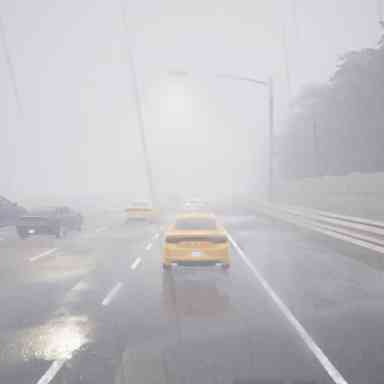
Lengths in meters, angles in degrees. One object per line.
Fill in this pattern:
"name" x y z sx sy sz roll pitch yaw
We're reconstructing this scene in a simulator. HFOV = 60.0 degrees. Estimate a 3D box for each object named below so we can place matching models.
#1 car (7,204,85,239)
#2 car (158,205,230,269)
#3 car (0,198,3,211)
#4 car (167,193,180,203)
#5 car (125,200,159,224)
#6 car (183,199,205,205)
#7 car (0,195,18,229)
"car" -6.863 1.410 16.657 1.837 1.490 4.892 0 1 0
"car" 0.120 1.431 11.059 1.882 1.535 5.008 0 0 0
"car" -20.916 1.328 32.917 1.994 1.385 4.181 0 0 1
"car" -3.188 0.905 57.222 2.097 1.767 4.553 0 0 0
"car" -3.433 1.324 23.553 1.882 1.535 5.008 0 0 0
"car" 0.201 1.322 29.146 1.812 1.442 4.674 0 1 0
"car" -10.363 1.126 16.662 2.150 2.045 5.566 0 1 0
